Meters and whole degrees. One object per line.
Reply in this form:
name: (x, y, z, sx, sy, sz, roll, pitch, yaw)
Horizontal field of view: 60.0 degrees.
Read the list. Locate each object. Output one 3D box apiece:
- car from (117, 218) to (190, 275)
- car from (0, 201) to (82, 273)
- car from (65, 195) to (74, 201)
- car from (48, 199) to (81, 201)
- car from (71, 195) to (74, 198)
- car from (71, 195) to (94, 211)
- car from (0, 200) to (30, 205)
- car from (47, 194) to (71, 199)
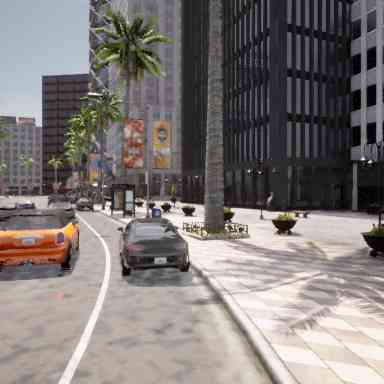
car: (-1.312, 1.525, 10.435, 1.812, 1.442, 4.674, 0, 0, -13)
car: (-4.962, 1.350, 11.017, 2.097, 1.767, 4.553, 0, 0, -15)
car: (-32.534, 1.487, 88.208, 2.161, 1.482, 4.786, 0, 0, -23)
car: (-9.281, 1.486, 23.484, 2.128, 1.511, 4.902, 0, 0, -22)
car: (-24.413, 1.335, 67.836, 2.185, 1.767, 4.553, 0, 0, -23)
car: (-13.162, 1.471, 40.701, 2.231, 1.521, 4.892, 0, 0, -23)
car: (-13.300, 1.476, 24.060, 2.128, 1.511, 4.902, 0, 0, -22)
car: (-16.322, 1.208, 40.487, 2.150, 2.045, 5.566, 0, 0, -22)
